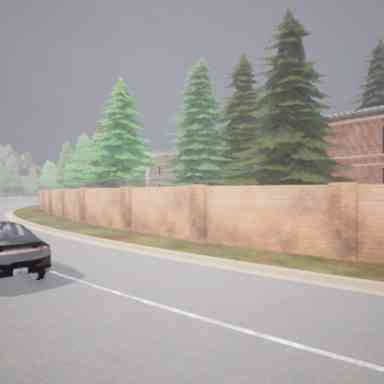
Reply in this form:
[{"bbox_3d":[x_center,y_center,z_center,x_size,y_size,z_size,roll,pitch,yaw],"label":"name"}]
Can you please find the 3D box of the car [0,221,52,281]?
[{"bbox_3d":[-5.518,1.510,8.822,4.902,1.511,2.128,0,0,42],"label":"car"}]
